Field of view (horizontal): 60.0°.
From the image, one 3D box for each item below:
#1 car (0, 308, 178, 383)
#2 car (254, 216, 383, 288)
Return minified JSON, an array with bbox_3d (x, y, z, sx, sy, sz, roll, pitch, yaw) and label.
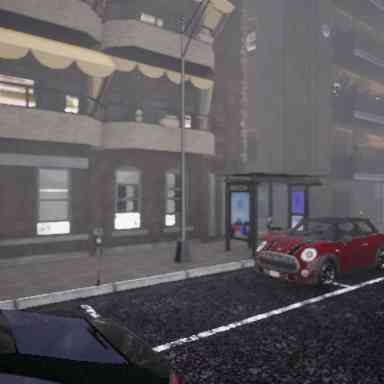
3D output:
[{"bbox_3d":[-2.061,1.564,1.905,4.181,1.385,1.994,0,0,-36],"label":"car"},{"bbox_3d":[3.608,1.436,9.137,4.097,1.590,1.967,0,0,-36],"label":"car"}]
